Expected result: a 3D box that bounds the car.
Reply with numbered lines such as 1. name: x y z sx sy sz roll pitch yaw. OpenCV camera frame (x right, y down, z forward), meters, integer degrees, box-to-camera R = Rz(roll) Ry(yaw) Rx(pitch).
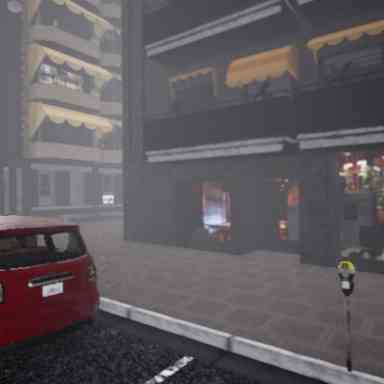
1. car: -3.674 1.278 5.519 5.009 1.841 2.192 0 -1 36
